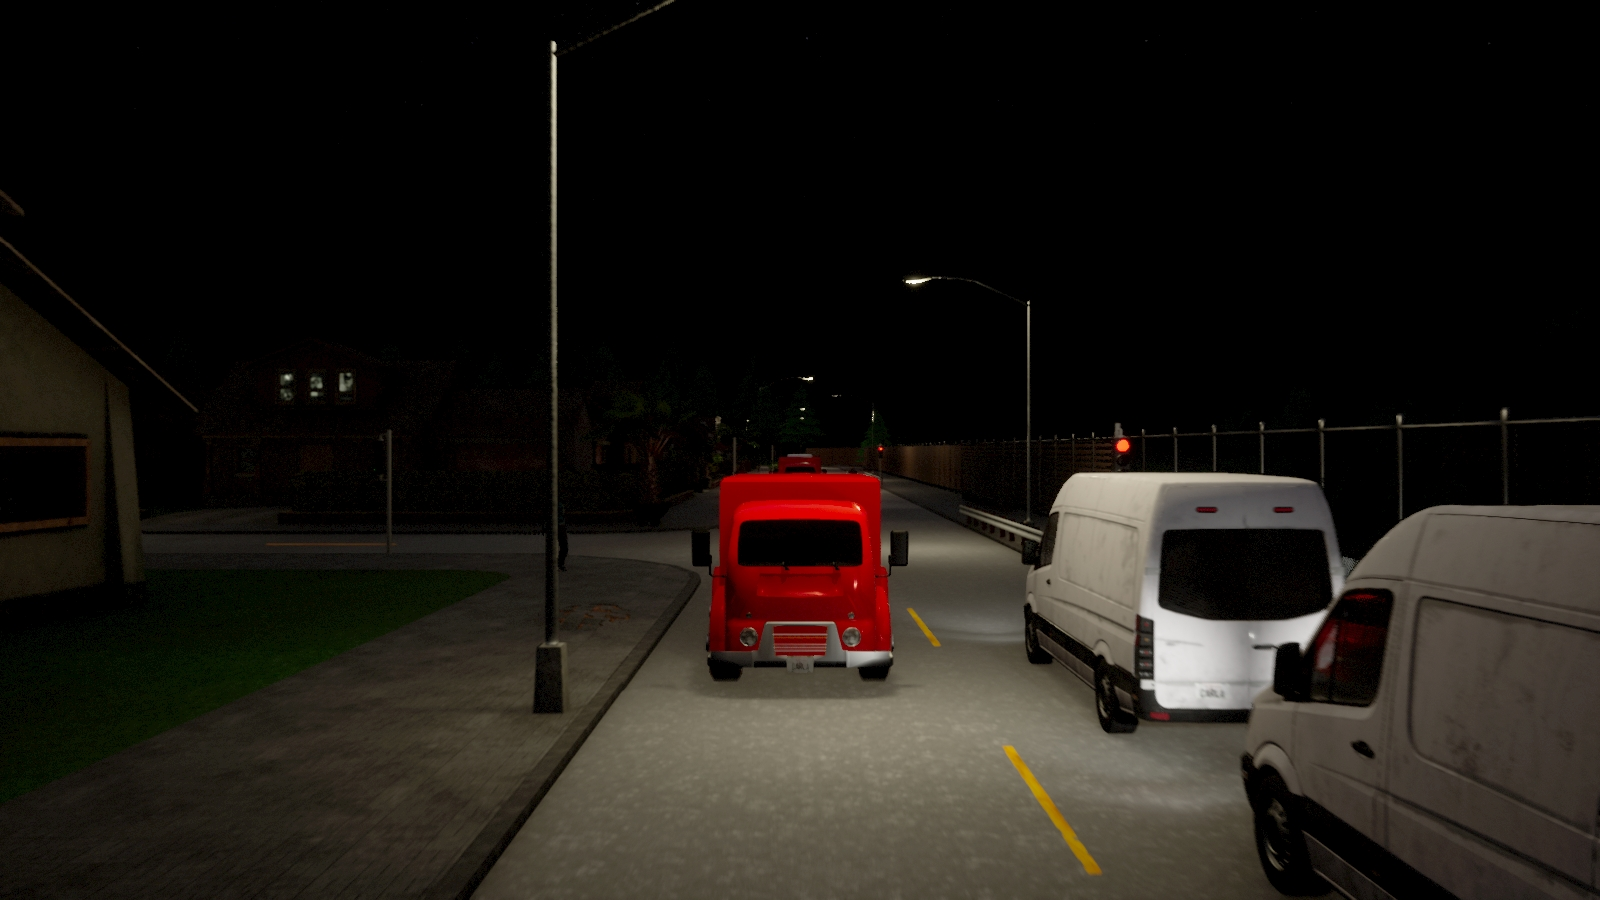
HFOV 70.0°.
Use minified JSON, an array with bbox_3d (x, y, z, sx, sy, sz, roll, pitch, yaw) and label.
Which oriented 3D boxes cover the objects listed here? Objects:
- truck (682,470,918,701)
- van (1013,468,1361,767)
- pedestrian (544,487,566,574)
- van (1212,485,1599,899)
[{"bbox_3d":[-0.001,1.563,15.368,2.627,2.467,5.204,0,0,0],"label":"truck"},{"bbox_3d":[3.996,1.535,13.123,1.988,2.561,5.915,0,0,0],"label":"van"},{"bbox_3d":[-5.321,1.738,24.815,0.375,1.860,0.375,0,0,-29],"label":"pedestrian"},{"bbox_3d":[3.997,1.534,5.367,1.988,2.561,5.915,0,0,0],"label":"van"}]
